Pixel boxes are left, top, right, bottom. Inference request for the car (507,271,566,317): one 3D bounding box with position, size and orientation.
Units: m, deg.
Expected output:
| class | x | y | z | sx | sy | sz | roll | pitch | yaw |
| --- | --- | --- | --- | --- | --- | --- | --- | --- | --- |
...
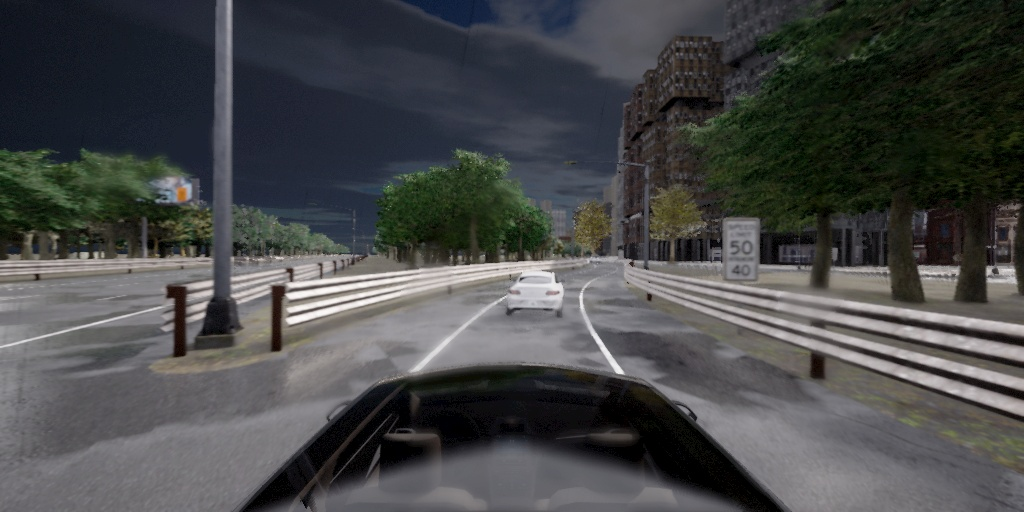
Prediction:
| class | x | y | z | sx | sy | sz | roll | pitch | yaw |
| --- | --- | --- | --- | --- | --- | --- | --- | --- | --- |
| car | 0.945 | 1.260 | 13.037 | 1.812 | 1.442 | 4.674 | 0 | 0 | 8 |
